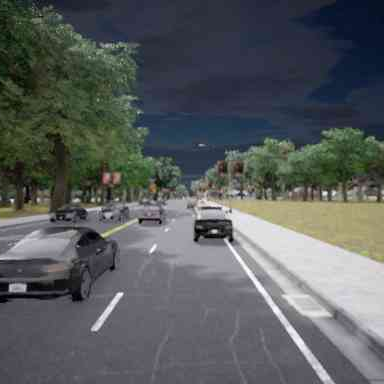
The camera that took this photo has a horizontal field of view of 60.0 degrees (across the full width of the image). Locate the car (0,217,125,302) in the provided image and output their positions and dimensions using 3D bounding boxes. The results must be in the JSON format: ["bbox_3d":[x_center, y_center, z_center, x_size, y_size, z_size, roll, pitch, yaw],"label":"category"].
[{"bbox_3d":[-3.138,1.584,8.311,1.812,1.442,4.674,0,0,0],"label":"car"}]

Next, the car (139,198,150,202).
[{"bbox_3d":[-9.639,2.038,68.067,1.882,1.535,5.008,0,-1,0],"label":"car"}]

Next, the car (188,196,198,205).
[{"bbox_3d":[0.119,1.803,72.035,2.097,1.767,4.553,0,-1,0],"label":"car"}]

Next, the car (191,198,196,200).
[{"bbox_3d":[1.029,1.697,33.306,1.801,1.575,5.366,0,0,0],"label":"car"}]

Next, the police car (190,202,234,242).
[{"bbox_3d":[1.002,1.547,17.226,1.930,1.638,5.238,0,0,0],"label":"police car"}]

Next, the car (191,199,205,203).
[{"bbox_3d":[1.018,1.651,27.306,1.801,1.575,5.366,0,0,0],"label":"car"}]

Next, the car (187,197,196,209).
[{"bbox_3d":[0.086,1.953,52.255,2.033,1.411,5.357,0,-1,0],"label":"car"}]

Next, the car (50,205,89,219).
[{"bbox_3d":[-9.806,1.755,26.851,1.994,1.385,4.181,0,0,0],"label":"car"}]

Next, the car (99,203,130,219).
[{"bbox_3d":[-6.552,1.695,28.428,2.128,1.511,4.902,0,0,0],"label":"car"}]

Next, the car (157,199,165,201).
[{"bbox_3d":[-6.386,2.108,68.885,2.033,1.411,5.357,0,-1,0],"label":"car"}]

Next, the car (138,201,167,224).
[{"bbox_3d":[-3.107,1.738,26.716,2.033,1.411,5.357,0,0,0],"label":"car"}]
